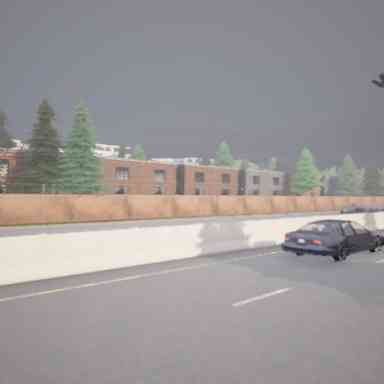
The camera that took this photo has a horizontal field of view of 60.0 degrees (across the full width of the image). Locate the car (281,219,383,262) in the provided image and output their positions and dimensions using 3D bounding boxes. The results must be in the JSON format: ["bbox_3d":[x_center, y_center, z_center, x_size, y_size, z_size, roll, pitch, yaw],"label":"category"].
[{"bbox_3d":[5.782,1.798,13.298,5.357,1.411,2.033,1,-1,-40],"label":"car"}]
